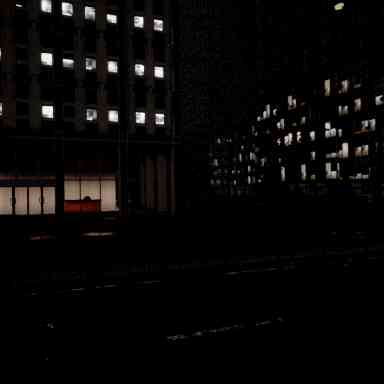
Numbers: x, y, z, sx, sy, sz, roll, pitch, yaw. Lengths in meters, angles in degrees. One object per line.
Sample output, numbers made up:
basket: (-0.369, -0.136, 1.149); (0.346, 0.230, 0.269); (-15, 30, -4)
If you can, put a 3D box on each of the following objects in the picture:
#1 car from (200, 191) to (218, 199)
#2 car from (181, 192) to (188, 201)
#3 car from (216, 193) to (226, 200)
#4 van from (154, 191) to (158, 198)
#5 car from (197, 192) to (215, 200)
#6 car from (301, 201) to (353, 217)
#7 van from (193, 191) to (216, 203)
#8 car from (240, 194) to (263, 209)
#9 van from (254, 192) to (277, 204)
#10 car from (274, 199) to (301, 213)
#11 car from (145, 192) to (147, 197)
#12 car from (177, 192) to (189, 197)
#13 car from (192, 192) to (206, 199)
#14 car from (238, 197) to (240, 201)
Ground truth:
car: (3.689, 0.634, 74.938); (2.192, 1.841, 5.009); (0, 1, -21)
car: (-2.088, 1.056, 66.627); (2.008, 1.369, 4.403); (0, 1, -21)
car: (5.733, 0.954, 69.637); (1.802, 1.307, 4.206); (0, 1, -21)
van: (-8.215, 0.687, 82.537); (1.690, 1.788, 3.998); (0, 1, -21)
car: (2.864, 0.879, 69.858); (1.882, 1.535, 5.008); (-1, 1, -21)
car: (12.086, 1.434, 29.453); (1.947, 1.339, 4.313); (0, 1, -21)
van: (1.996, 0.952, 56.017); (1.690, 1.788, 3.998); (0, 1, -21)
car: (8.072, 1.332, 40.090); (1.947, 1.339, 4.313); (0, 1, -21)
van: (11.858, 0.871, 53.722); (1.690, 1.788, 3.998); (0, 1, -21)
car: (10.060, 1.399, 34.765); (1.802, 1.307, 4.206); (0, 1, -21)
car: (-10.257, 0.733, 87.841); (1.967, 1.590, 4.097); (0, 1, -21)
car: (-2.436, 0.710, 90.852); (2.008, 1.369, 4.403); (0, 1, -21)
car: (1.647, 0.706, 80.243); (1.967, 1.590, 4.097); (0, 1, -21)
car: (9.817, 1.060, 59.029); (1.802, 1.307, 4.206); (0, 1, -21)
